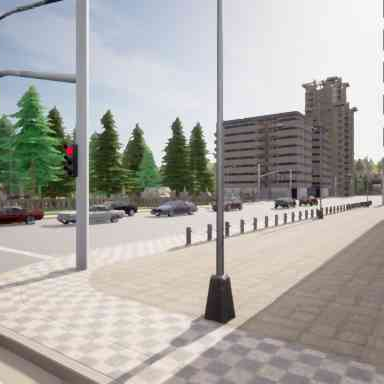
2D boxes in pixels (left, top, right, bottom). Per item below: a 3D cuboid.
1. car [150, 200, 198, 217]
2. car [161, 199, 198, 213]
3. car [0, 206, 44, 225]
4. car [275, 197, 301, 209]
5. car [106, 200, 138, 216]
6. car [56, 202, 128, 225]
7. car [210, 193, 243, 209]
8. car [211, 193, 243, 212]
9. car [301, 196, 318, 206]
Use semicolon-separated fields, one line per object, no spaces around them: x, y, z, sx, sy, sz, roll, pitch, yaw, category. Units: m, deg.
-1.558;1.547;31.595;2.033;1.411;5.357;0;0;36;car
-1.356;1.564;37.924;1.994;1.385;4.181;0;0;35;car
-12.580;1.601;22.230;1.895;1.301;4.718;0;0;37;car
12.853;1.504;45.476;1.837;1.490;4.892;0;0;35;car
-7.099;1.478;29.852;1.882;1.535;5.008;0;0;36;car
-7.156;1.601;23.734;1.895;1.301;4.718;0;0;35;car
4.891;1.221;46.629;2.150;2.045;5.566;0;0;36;car
4.246;1.352;39.734;2.097;1.767;4.553;0;0;36;car
19.011;1.352;54.136;2.097;1.767;4.553;0;0;35;car
